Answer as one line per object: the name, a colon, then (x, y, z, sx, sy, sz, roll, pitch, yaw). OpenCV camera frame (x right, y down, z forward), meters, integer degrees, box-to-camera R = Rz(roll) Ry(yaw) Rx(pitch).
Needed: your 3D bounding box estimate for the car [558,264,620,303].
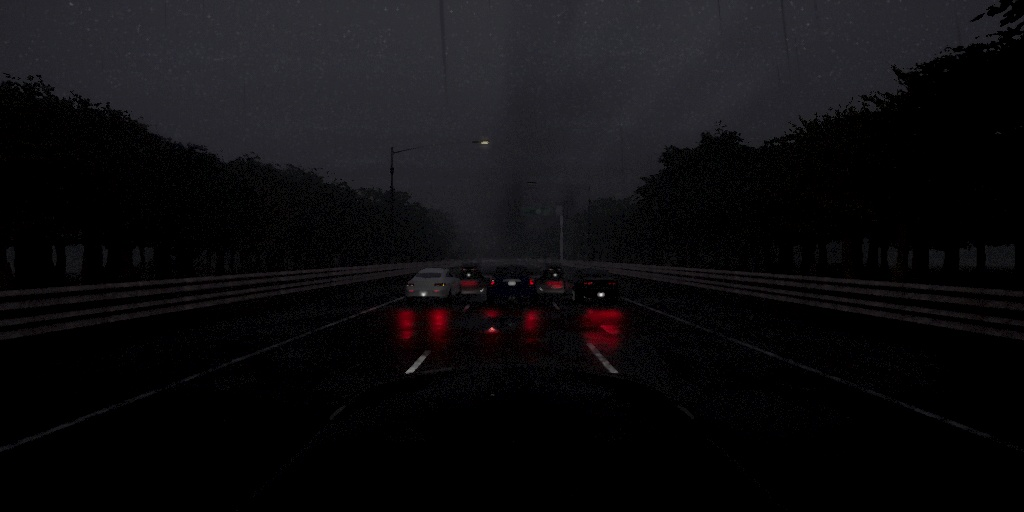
car: (3.500, 1.269, 16.500, 1.837, 1.490, 4.892, 0, 0, 0)

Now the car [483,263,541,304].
car: (0.000, 1.119, 16.471, 2.097, 1.767, 4.553, 0, 0, 0)

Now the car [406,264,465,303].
car: (-3.500, 1.285, 16.500, 1.812, 1.442, 4.674, 0, 0, 0)

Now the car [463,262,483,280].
car: (-3.500, 1.283, 31.500, 1.837, 1.490, 4.892, 0, 0, 0)

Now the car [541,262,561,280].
car: (3.500, 1.283, 31.500, 1.837, 1.490, 4.892, 0, 0, 0)
